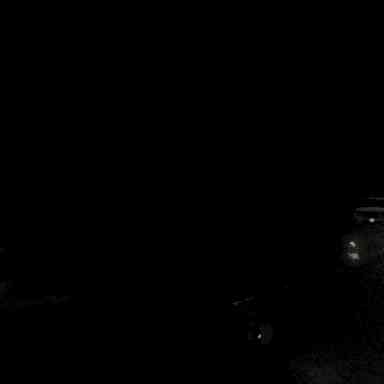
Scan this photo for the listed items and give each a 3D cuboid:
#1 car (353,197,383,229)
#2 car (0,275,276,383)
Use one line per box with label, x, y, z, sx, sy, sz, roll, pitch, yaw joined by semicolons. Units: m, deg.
car;12.347;1.367;22.498;2.150;2.045;5.566;1;0;32
car;-1.276;1.537;2.983;4.674;1.442;1.812;1;0;-36
